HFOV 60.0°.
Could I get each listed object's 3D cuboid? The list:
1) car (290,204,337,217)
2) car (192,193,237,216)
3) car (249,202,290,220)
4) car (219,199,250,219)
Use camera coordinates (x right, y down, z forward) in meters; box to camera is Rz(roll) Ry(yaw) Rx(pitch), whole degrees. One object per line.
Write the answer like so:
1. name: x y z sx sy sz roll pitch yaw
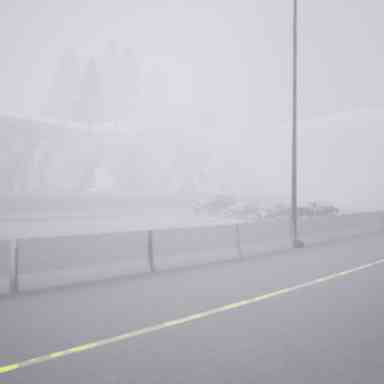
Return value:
1. car: 10.028 1.457 26.640 1.895 1.301 4.718 0 0 44
2. car: 2.488 1.156 33.947 2.150 2.045 5.566 0 0 44
3. car: 7.534 1.665 29.096 2.128 1.511 4.902 0 0 44
4. car: 5.020 1.661 31.531 1.812 1.442 4.674 0 0 44
